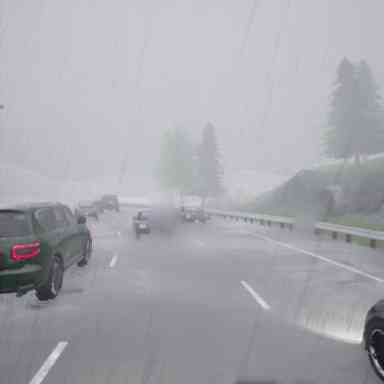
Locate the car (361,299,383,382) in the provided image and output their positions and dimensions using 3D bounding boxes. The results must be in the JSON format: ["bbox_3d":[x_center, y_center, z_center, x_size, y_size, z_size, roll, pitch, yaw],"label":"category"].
[{"bbox_3d":[3.260,1.554,2.706,1.994,1.385,4.181,0,0,-2],"label":"car"}]

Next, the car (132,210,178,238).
[{"bbox_3d":[-2.242,1.654,18.022,1.895,1.301,4.718,0,0,-13],"label":"car"}]

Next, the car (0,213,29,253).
[{"bbox_3d":[-8.421,1.675,13.626,1.895,1.301,4.718,0,0,-10],"label":"car"}]

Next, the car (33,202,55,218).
[{"bbox_3d":[-14.947,1.753,33.407,1.895,1.301,4.718,0,0,-25],"label":"car"}]

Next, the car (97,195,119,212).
[{"bbox_3d":[-10.296,1.365,39.632,2.150,2.045,5.566,0,0,-28],"label":"car"}]

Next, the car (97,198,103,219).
[{"bbox_3d":[-9.382,1.606,29.236,2.128,1.511,4.902,0,0,-21],"label":"car"}]

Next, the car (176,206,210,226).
[{"bbox_3d":[-0.293,1.659,24.306,1.895,1.301,4.718,0,0,-16],"label":"car"}]

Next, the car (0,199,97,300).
[{"bbox_3d":[-4.119,1.262,8.512,2.150,2.045,5.566,0,0,-6],"label":"car"}]
